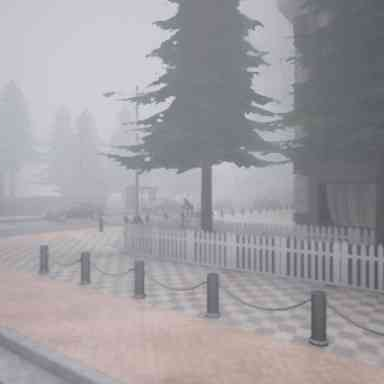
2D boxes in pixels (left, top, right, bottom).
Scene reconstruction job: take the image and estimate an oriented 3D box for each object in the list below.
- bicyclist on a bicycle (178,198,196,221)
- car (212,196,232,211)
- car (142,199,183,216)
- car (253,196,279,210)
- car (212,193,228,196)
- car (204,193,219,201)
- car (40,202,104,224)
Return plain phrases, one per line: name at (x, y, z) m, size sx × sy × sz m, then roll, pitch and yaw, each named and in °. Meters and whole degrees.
bicyclist on a bicycle at (-0.398, 1.296, 24.314) m, size 1.656 × 1.620 × 0.582 m, roll 0°, pitch 0°, yaw 37°
car at (3.329, 1.526, 41.540) m, size 1.812 × 1.442 × 4.674 m, roll 0°, pitch 0°, yaw 37°
car at (-2.881, 1.478, 33.409) m, size 1.882 × 1.535 × 5.008 m, roll 0°, pitch 0°, yaw 37°
car at (9.851, 1.350, 44.064) m, size 2.097 × 1.767 × 4.553 m, roll 0°, pitch 0°, yaw 37°
car at (7.183, 1.175, 82.088) m, size 1.932 × 1.855 × 4.605 m, roll 0°, pitch 0°, yaw 36°
car at (4.919, 1.178, 83.247) m, size 1.905 × 1.878 × 3.866 m, roll 0°, pitch 0°, yaw 36°
car at (-9.004, 1.491, 25.353) m, size 2.128 × 1.511 × 4.902 m, roll 0°, pitch 0°, yaw 37°
